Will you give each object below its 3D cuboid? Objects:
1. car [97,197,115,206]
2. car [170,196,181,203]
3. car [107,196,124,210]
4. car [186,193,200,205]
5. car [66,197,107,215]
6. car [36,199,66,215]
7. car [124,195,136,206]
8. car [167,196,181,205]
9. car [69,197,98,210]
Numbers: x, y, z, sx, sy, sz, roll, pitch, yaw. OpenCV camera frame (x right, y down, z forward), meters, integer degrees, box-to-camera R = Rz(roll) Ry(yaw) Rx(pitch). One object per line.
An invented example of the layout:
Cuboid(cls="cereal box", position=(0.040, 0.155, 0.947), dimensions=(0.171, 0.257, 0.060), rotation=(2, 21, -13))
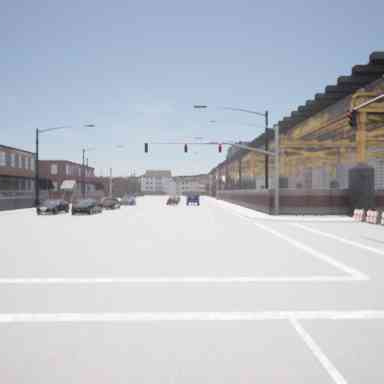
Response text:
Cuboid(cls="car", position=(-14.017, 1.501, 54.515), dimensions=(1.812, 1.442, 4.674), rotation=(0, 0, 0))
Cuboid(cls="car", position=(-3.391, 1.512, 70.865), dimensions=(2.033, 1.411, 5.357), rotation=(0, 0, 0))
Cuboid(cls="car", position=(-10.544, 1.485, 43.157), dimensions=(1.837, 1.490, 4.892), rotation=(0, 0, 0))
Cuboid(cls="car", position=(0.163, 1.196, 56.897), dimensions=(2.150, 2.045, 5.566), rotation=(0, 0, 0))
Cuboid(cls="car", position=(-10.554, 1.462, 33.673), dimensions=(1.882, 1.535, 5.008), rotation=(0, 0, 2))
Cuboid(cls="car", position=(-14.054, 1.476, 33.865), dimensions=(2.128, 1.511, 4.902), rotation=(0, 0, 0))
Cuboid(cls="car", position=(-10.520, 1.327, 54.337), dimensions=(2.097, 1.767, 4.553), rotation=(0, 0, 0))
Cuboid(cls="car", position=(-3.346, 1.499, 57.804), dimensions=(1.812, 1.442, 4.674), rotation=(0, 0, 0))
Cuboid(cls="car", position=(-14.041, 1.472, 43.230), dimensions=(2.128, 1.511, 4.902), rotation=(0, 0, 0))
